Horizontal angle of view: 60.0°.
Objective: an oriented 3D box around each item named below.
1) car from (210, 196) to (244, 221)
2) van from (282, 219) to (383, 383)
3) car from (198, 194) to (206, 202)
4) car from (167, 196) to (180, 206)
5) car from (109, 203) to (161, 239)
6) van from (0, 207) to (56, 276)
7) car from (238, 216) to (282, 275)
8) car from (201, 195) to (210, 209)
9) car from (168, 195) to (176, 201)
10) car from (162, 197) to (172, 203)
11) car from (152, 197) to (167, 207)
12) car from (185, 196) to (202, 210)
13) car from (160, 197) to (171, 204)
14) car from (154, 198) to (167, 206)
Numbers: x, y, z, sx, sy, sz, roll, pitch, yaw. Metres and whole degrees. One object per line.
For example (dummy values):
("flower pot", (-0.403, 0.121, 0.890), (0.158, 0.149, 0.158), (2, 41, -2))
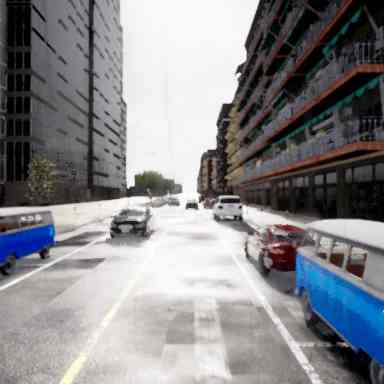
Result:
("car", (2.983, 1.340, 28.153), (2.150, 2.045, 5.566), (0, 0, 0))
("van", (2.697, 1.362, 4.621), (1.690, 1.788, 3.998), (1, 0, 0))
("car", (2.652, 1.604, 89.316), (2.192, 1.841, 5.009), (1, 0, 0))
("car", (-3.087, 1.692, 58.398), (1.882, 1.535, 5.008), (0, 0, 0))
("car", (-3.111, 1.568, 18.007), (2.128, 1.511, 4.902), (0, 0, 0))
("van", (-5.686, 1.386, 10.237), (1.690, 1.788, 3.998), (1, 0, 0))
("car", (2.692, 1.627, 10.266), (1.802, 1.307, 4.206), (1, 0, 0))
("car", (2.672, 1.627, 49.793), (1.967, 1.590, 4.097), (1, 0, 0))
("car", (-5.736, 1.741, 94.927), (1.967, 1.590, 4.097), (1, 0, 0))
("car", (-5.725, 1.816, 77.990), (2.008, 1.369, 4.403), (1, 0, 0))
("car", (-5.713, 1.729, 55.235), (1.752, 1.417, 4.829), (1, 0, 0))
("car", (0.009, 1.726, 46.948), (2.033, 1.411, 5.357), (0, 0, 1))
("car", (-5.722, 1.802, 72.343), (2.008, 1.369, 4.403), (1, 0, 0))
("car", (-5.716, 1.772, 61.052), (2.008, 1.369, 4.403), (1, 0, 0))
